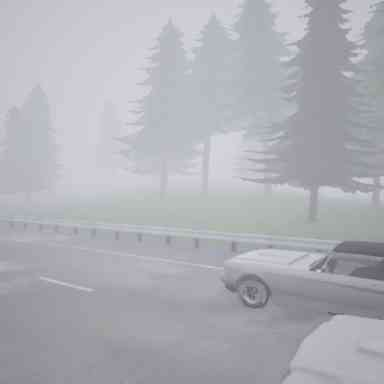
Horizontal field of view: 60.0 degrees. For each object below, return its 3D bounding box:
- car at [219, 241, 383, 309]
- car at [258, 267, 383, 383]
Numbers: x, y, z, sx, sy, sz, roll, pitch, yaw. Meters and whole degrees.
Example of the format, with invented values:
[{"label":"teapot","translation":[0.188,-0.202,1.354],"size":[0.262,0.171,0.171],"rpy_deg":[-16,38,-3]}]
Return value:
[{"label":"car","translation":[2.893,1.585,6.143],"size":[4.718,1.301,1.895],"rpy_deg":[0,0,35]},{"label":"car","translation":[2.897,1.597,1.879],"size":[4.718,1.301,1.895],"rpy_deg":[0,0,36]}]
